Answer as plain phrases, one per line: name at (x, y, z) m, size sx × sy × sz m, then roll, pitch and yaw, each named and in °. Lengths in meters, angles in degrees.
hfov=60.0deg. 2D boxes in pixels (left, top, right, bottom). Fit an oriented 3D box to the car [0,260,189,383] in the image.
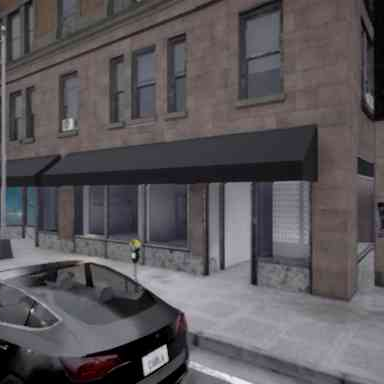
car at (-2.023, 1.574, 4.252) m, size 4.313 × 1.339 × 1.947 m, roll 0°, pitch 0°, yaw 36°
